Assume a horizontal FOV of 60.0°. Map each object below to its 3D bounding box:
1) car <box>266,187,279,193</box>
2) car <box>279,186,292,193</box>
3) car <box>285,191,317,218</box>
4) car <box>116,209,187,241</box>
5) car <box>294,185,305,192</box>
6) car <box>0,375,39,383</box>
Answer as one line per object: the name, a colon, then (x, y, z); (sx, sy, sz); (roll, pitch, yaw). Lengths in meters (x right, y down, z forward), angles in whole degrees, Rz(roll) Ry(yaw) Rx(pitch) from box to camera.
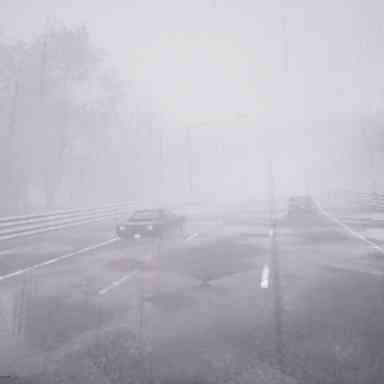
car: (20.714, -0.420, 87.368); (2.033, 1.411, 5.357); (-2, 1, 20)
car: (24.160, -0.505, 86.606); (1.895, 1.301, 4.718); (-2, 1, 20)
car: (7.474, 0.925, 22.931); (2.033, 1.411, 5.357); (-2, 1, 15)
car: (-1.697, 1.467, 15.811); (1.895, 1.301, 4.718); (-2, 1, 15)
car: (27.694, -0.892, 86.114); (2.097, 1.767, 4.553); (-2, 1, 20)
car: (-2.110, 1.556, 0.262); (1.882, 1.535, 5.008); (-3, 1, 12)
